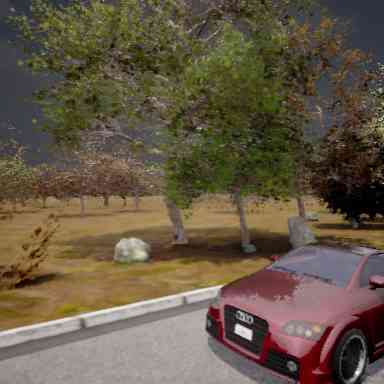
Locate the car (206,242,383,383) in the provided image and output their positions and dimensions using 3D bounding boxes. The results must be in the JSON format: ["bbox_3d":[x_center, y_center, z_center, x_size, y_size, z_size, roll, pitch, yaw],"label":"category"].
[{"bbox_3d":[2.268,1.550,5.282,4.181,1.385,1.994,0,0,-35],"label":"car"}]
